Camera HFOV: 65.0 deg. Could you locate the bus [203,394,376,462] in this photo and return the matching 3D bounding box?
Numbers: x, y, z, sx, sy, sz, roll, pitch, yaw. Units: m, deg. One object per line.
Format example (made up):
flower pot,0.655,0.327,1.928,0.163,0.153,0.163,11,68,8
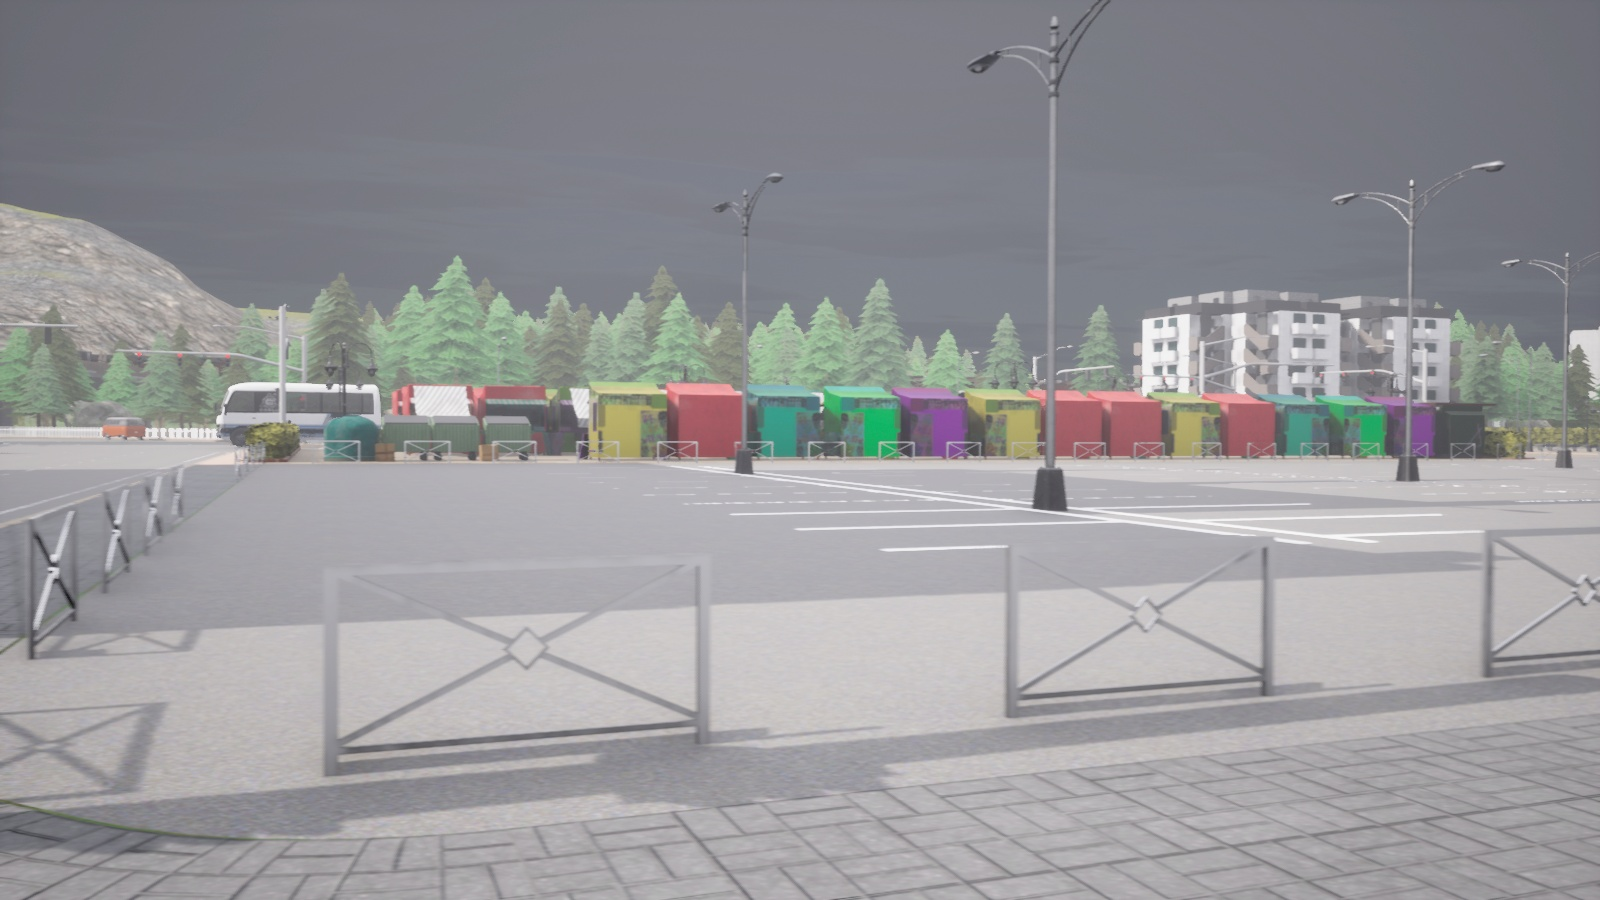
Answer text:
bus,-33.567,-1.547,82.859,10.273,4.253,3.944,-1,2,-22
